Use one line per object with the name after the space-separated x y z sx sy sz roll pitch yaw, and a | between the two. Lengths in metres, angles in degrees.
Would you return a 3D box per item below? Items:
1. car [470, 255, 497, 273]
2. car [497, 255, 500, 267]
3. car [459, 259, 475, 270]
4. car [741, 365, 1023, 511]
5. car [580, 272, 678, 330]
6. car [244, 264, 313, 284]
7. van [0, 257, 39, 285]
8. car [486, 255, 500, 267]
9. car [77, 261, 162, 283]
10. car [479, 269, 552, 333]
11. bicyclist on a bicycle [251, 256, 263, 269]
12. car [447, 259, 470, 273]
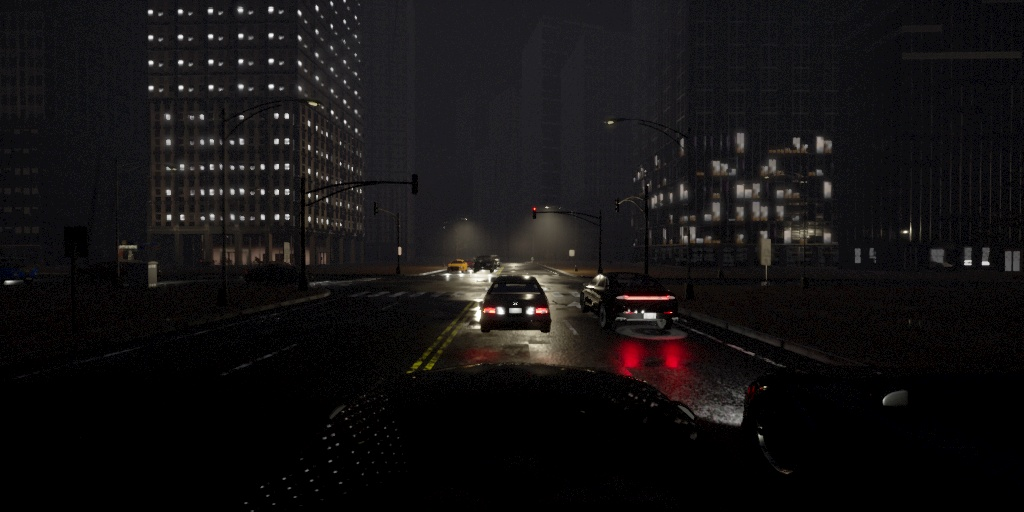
-3.291 0.937 42.924 2.150 2.045 5.566 0 0 0 | car
-3.276 1.048 52.878 2.097 1.767 4.553 0 0 0 | car
-6.526 1.223 52.660 1.812 1.442 4.674 0 0 0 | car
3.354 1.314 1.969 1.994 1.385 4.181 0 0 0 | car
3.359 1.238 11.125 2.128 1.511 4.902 0 0 0 | car
-16.730 1.242 25.805 4.181 1.385 1.994 0 0 1 | car
-33.905 0.959 23.672 3.998 1.789 1.690 0 0 2 | van
-3.253 0.896 63.106 2.150 2.045 5.566 0 0 0 | car
-28.455 1.100 26.112 5.008 1.535 1.882 0 0 2 | car
0.111 1.294 10.713 2.033 1.411 5.357 0 0 1 | car
-24.659 0.867 34.749 0.582 1.620 1.656 0 1 1 | bicyclist on a bicycle
-6.540 1.193 43.248 1.882 1.535 5.008 0 0 0 | car
